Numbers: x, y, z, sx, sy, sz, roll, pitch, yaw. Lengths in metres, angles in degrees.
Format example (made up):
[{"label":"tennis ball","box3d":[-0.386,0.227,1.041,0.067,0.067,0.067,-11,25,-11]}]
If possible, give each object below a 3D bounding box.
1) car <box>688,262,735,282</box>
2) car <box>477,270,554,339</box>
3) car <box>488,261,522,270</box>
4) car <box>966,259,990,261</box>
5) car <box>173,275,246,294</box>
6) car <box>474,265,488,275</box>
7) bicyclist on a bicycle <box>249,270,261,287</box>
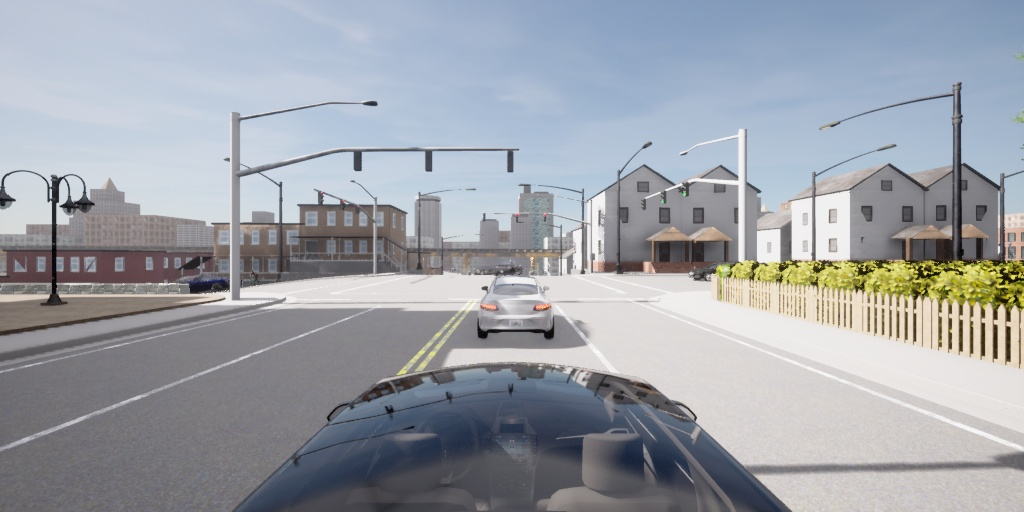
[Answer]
[{"label":"car","box3d":[16.794,1.255,28.810,4.892,1.490,1.837,0,0,-1]},{"label":"car","box3d":[0.101,1.276,10.000,1.812,1.442,4.674,0,0,0]},{"label":"car","box3d":[-0.294,1.212,34.647,2.128,1.511,4.902,0,0,14]},{"label":"car","box3d":[36.927,1.102,29.026,4.553,1.767,2.097,0,0,-1]},{"label":"car","box3d":[-21.193,1.965,24.678,4.718,1.301,1.895,-5,0,-1]},{"label":"car","box3d":[-3.521,2.162,45.241,2.150,2.045,5.566,0,-9,0]},{"label":"bicyclist on a bicycle","box3d":[-25.569,2.214,35.577,0.582,1.620,1.656,-8,0,0]}]
